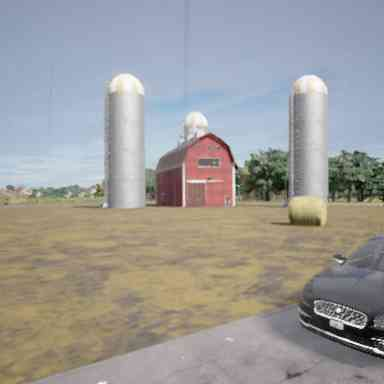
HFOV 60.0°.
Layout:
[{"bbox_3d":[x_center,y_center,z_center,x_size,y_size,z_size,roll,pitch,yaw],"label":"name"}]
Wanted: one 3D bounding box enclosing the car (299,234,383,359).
[{"bbox_3d":[3.899,1.521,5.823,4.892,1.490,1.837,0,0,-35],"label":"car"}]
